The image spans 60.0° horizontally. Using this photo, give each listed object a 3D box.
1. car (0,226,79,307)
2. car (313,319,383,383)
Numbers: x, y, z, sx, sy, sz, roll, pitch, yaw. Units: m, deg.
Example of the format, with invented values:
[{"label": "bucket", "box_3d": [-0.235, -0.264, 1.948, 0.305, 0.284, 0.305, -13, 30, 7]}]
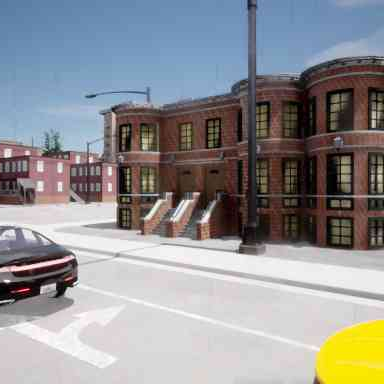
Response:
[{"label": "car", "box_3d": [-4.540, 1.492, 7.241, 4.902, 1.511, 2.128, 0, 0, 34]}, {"label": "car", "box_3d": [3.228, 1.478, 1.692, 5.008, 1.535, 1.882, 0, 0, 36]}]
